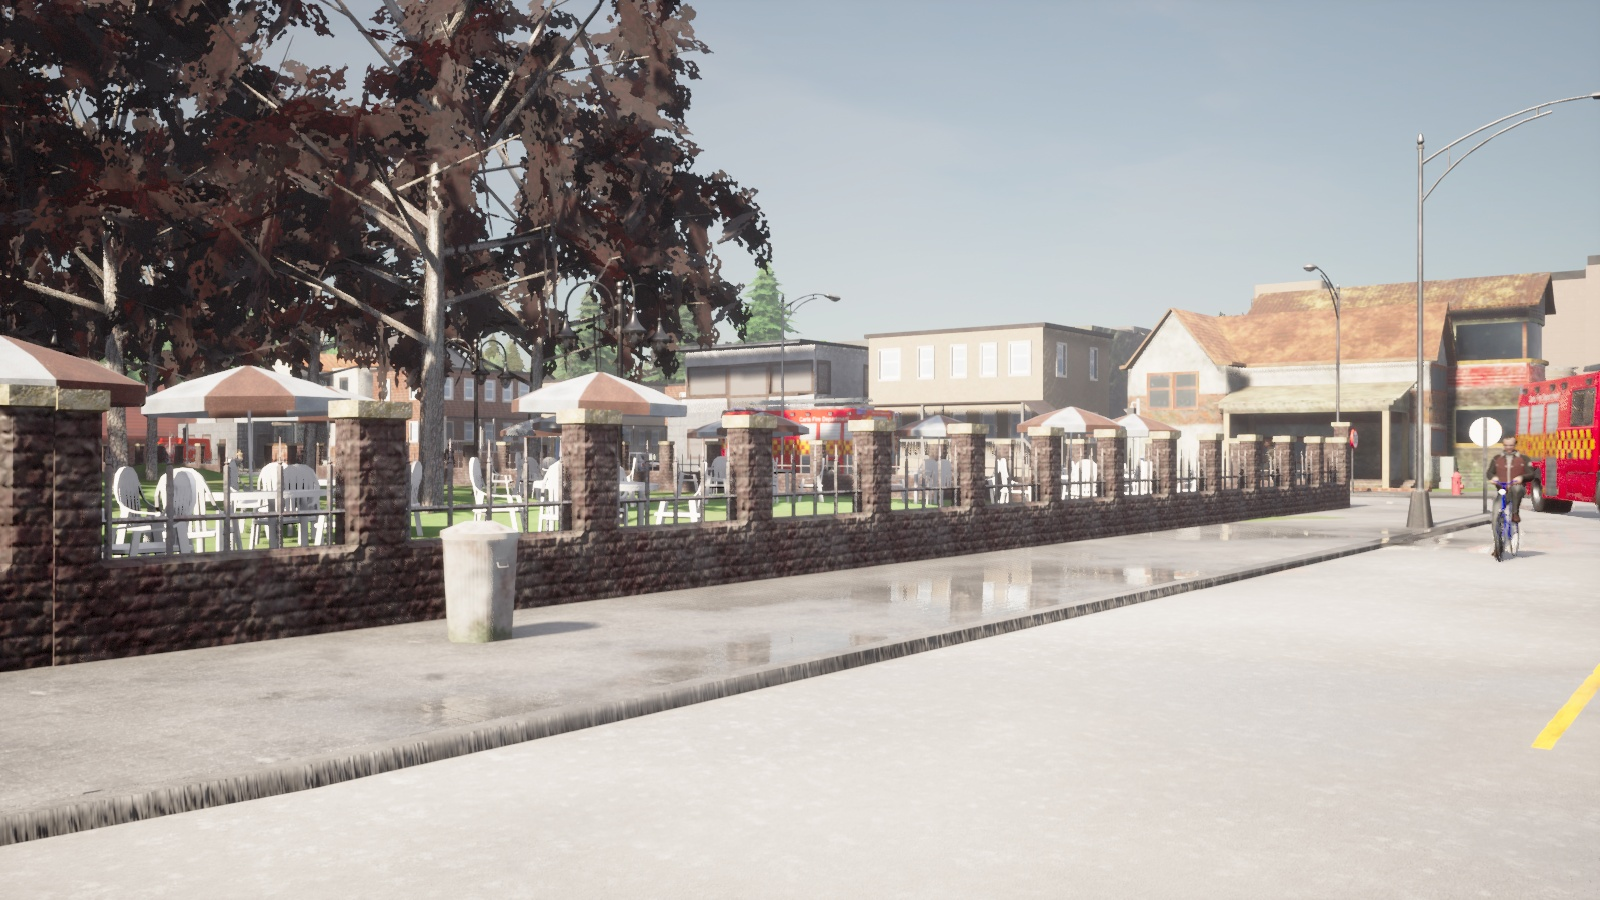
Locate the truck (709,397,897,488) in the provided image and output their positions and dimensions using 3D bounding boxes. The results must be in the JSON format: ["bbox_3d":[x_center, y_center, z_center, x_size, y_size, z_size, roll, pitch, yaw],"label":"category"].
[{"bbox_3d":[0.027,-0.306,56.337,8.468,3.827,2.891,0,0,38],"label":"truck"}]

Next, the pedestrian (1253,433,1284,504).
[{"bbox_3d":[12.742,0.502,34.167,0.692,1.930,0.395,0,0,42],"label":"pedestrian"}]

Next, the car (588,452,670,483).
[{"bbox_3d":[-8.611,0.852,63.137,3.806,1.475,1.970,0,0,39],"label":"car"}]

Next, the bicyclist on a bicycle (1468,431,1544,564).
[{"bbox_3d":[9.956,0.633,17.685,0.659,1.776,1.843,0,0,38],"label":"bicyclist on a bicycle"}]

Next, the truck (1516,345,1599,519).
[{"bbox_3d":[19.520,-0.393,29.224,2.891,3.827,8.468,0,0,15],"label":"truck"}]
